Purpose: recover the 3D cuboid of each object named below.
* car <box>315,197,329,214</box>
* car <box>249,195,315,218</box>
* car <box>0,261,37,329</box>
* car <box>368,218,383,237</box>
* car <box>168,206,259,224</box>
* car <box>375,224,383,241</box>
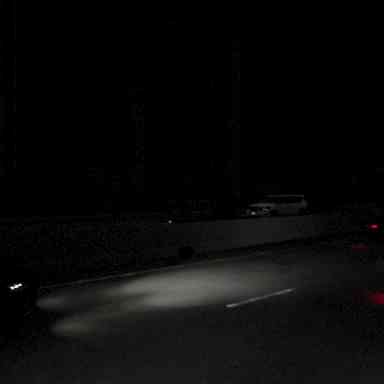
[{"bbox_3d":[11.999,1.374,34.031,4.553,1.767,2.097,0,0,-35],"label":"car"},{"bbox_3d":[6.767,1.229,26.005,5.566,2.045,2.150,0,0,-35],"label":"car"},{"bbox_3d":[-4.855,1.493,4.582,4.902,1.511,2.128,0,0,-35],"label":"car"},{"bbox_3d":[10.256,1.552,15.352,5.357,1.411,2.033,0,0,-35],"label":"car"},{"bbox_3d":[1.037,1.601,17.624,4.718,1.301,1.895,0,0,-35],"label":"car"},{"bbox_3d":[6.899,1.564,8.662,4.181,1.385,1.994,0,0,-35],"label":"car"}]
